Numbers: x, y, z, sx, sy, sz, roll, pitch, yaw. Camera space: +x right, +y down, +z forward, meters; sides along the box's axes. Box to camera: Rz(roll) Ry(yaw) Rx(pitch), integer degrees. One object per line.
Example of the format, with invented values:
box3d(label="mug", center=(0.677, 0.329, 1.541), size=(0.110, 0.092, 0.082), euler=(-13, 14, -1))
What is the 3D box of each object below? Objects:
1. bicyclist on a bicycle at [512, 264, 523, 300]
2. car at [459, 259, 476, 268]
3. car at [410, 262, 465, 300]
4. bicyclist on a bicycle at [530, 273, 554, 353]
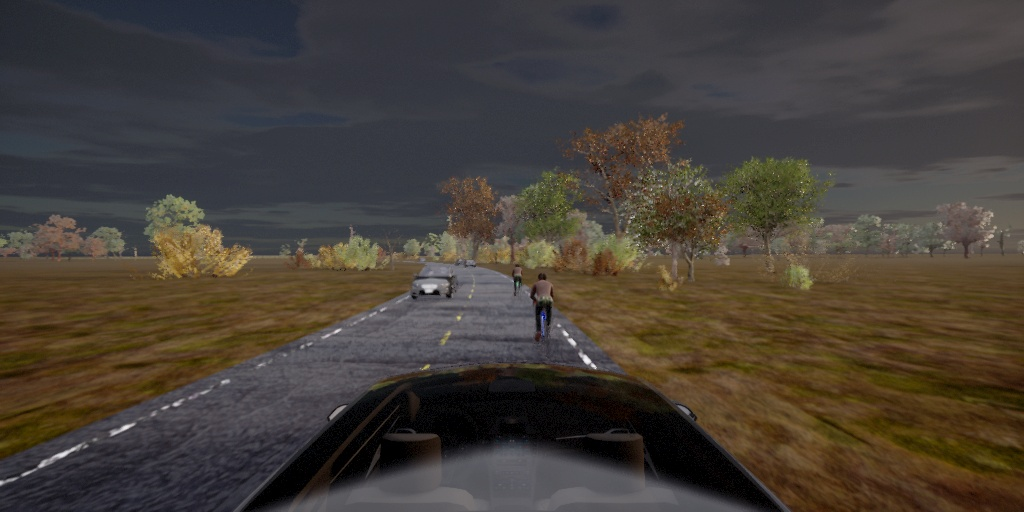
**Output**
box3d(label="bicyclist on a bicycle", center=(0.266, 1.204, 16.957), size=(0.582, 1.620, 1.656), euler=(0, 0, -4))
box3d(label="car", center=(-7.665, 1.321, 63.944), size=(2.033, 1.411, 5.357), euler=(0, 0, -14))
box3d(label="car", center=(-3.741, 1.243, 17.895), size=(2.128, 1.511, 4.902), euler=(0, 0, -4))
box3d(label="bicyclist on a bicycle", center=(0.681, 1.203, 7.873), size=(0.582, 1.620, 1.656), euler=(0, 0, -2))
